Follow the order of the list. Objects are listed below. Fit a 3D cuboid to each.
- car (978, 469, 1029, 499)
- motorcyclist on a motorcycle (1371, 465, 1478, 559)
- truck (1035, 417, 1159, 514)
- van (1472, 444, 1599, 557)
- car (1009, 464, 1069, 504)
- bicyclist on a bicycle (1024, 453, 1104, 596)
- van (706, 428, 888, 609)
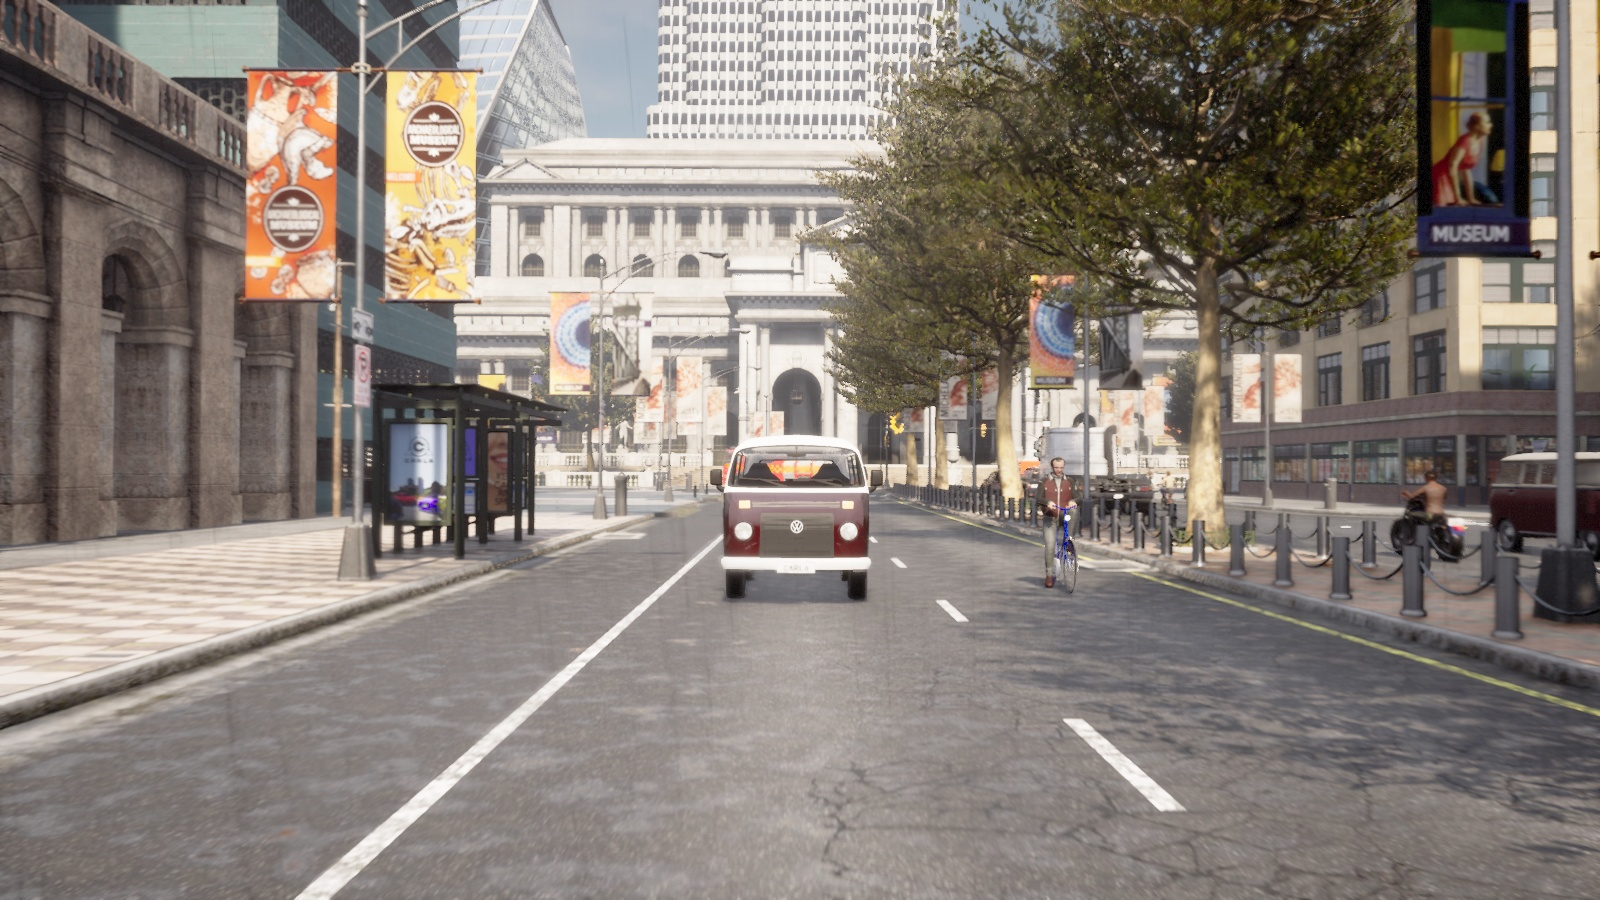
[{"bbox_3d":[11.281,1.872,70.042,2.033,1.649,4.856,0,-1,0],"label":"car"},{"bbox_3d":[11.443,1.106,23.114,0.766,1.649,2.350,0,-1,0],"label":"motorcyclist on a motorcycle"},{"bbox_3d":[11.377,0.606,48.902,2.891,3.462,7.936,0,-1,0],"label":"truck"},{"bbox_3d":[14.940,0.909,23.996,1.775,1.987,4.442,0,-1,0],"label":"van"},{"bbox_3d":[11.354,1.590,59.979,1.932,1.855,4.605,0,-1,0],"label":"car"},{"bbox_3d":[3.459,0.949,16.605,0.659,1.776,1.843,0,-1,0],"label":"bicyclist on a bicycle"},{"bbox_3d":[-0.042,0.815,16.520,2.069,2.038,4.480,0,-1,0],"label":"van"}]
